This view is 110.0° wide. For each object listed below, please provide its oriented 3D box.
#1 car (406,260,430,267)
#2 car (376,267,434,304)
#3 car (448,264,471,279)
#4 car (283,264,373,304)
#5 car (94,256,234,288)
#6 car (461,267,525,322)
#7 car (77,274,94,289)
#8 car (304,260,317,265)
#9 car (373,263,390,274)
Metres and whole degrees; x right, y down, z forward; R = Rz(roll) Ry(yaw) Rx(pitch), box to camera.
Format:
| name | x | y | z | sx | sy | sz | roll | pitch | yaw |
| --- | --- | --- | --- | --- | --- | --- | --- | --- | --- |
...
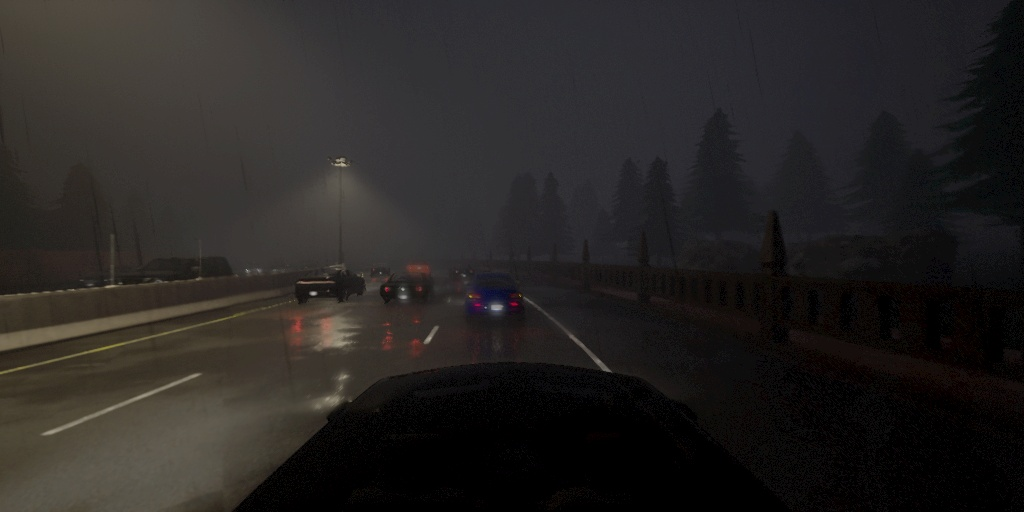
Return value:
| name | x | y | z | sx | sy | sz | roll | pitch | yaw |
| --- | --- | --- | --- | --- | --- | --- | --- | --- | --- |
| car | -9.107 | 1.132 | 34.674 | 2.097 | 1.767 | 4.553 | 0 | 0 | -18 |
| car | -4.691 | 1.366 | 16.687 | 1.895 | 1.301 | 4.718 | 0 | 0 | -8 |
| car | -4.636 | 1.364 | 32.327 | 1.895 | 1.301 | 4.718 | 0 | 0 | -16 |
| car | -8.273 | 1.271 | 16.673 | 2.128 | 1.511 | 4.902 | 0 | 0 | -9 |
| car | -15.519 | 1.028 | 16.809 | 2.150 | 2.045 | 5.566 | 0 | 0 | -10 |
| car | -0.677 | 1.276 | 12.327 | 1.812 | 1.442 | 4.674 | 0 | 0 | -6 |
| car | -23.798 | 1.330 | 22.109 | 2.128 | 1.511 | 4.902 | 0 | 0 | -14 |
| car | -31.226 | 1.366 | 55.494 | 1.837 | 1.490 | 4.892 | 0 | 0 | -34 |
| car | -13.985 | 1.399 | 38.040 | 1.895 | 1.301 | 4.718 | 0 | 0 | -21 |
